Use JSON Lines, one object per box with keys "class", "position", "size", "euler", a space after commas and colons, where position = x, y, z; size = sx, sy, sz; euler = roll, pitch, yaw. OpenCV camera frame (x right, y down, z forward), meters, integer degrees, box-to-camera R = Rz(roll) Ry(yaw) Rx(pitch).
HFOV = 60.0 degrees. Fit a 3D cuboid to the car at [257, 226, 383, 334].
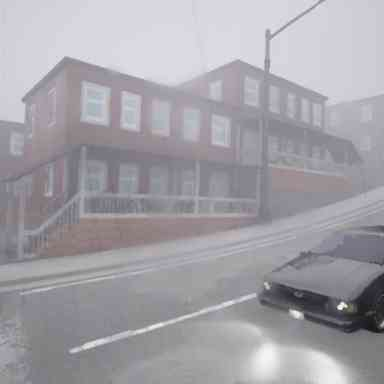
{"class": "car", "position": [3.756, 1.466, 6.952], "size": [5.357, 1.411, 2.033], "euler": [-3, 1, -38]}
